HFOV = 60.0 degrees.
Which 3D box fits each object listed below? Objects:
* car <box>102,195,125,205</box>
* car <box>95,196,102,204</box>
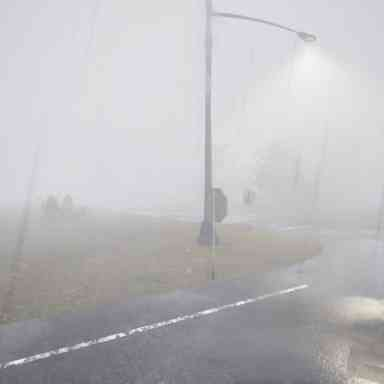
[{"bbox_3d":[-13.078,1.255,56.171,2.097,1.767,4.553,0,0,-33],"label":"car"},{"bbox_3d":[-16.307,1.384,60.908,2.128,1.511,4.902,0,0,-34],"label":"car"}]
